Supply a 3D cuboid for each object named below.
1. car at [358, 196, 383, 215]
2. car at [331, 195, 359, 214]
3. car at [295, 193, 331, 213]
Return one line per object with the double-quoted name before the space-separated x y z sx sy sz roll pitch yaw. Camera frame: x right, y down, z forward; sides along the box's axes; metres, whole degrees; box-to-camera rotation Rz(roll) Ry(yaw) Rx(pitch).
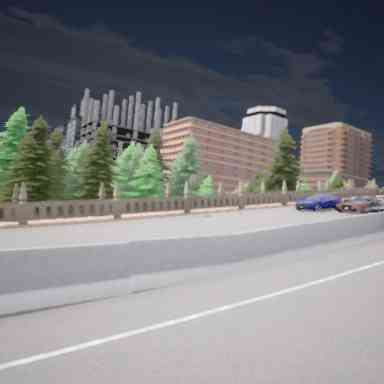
"car" 13.706 1.019 22.251 5.357 1.411 2.033 -2 1 -35
"car" 13.270 0.974 26.228 4.181 1.385 1.994 -2 1 -35
"car" 11.077 0.893 28.964 5.008 1.535 1.882 -2 1 -35
